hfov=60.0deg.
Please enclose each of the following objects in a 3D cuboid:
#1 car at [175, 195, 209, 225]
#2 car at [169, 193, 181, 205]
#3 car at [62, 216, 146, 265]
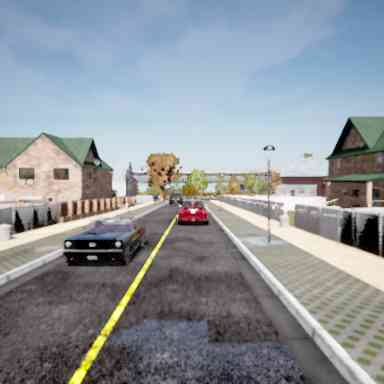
[{"bbox_3d":[0.087,1.309,24.046,2.097,1.767,4.553,0,0,0],"label":"car"},{"bbox_3d":[-2.750,1.154,58.805,2.150,2.045,5.566,0,0,0],"label":"car"},{"bbox_3d":[-2.850,1.576,11.734,1.895,1.301,4.718,0,0,0],"label":"car"}]
